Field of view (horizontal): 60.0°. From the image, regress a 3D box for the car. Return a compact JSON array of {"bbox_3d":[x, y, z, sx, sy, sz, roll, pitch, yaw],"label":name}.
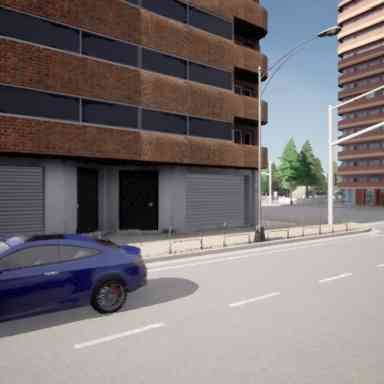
[{"bbox_3d":[-3.060,1.526,6.092,4.674,1.442,1.812,0,0,-36],"label":"car"}]
